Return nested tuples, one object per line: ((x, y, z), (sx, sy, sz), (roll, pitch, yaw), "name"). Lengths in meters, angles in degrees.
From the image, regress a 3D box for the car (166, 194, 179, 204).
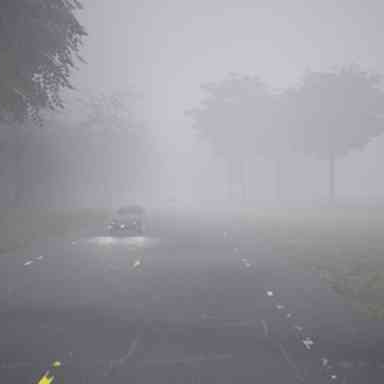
((-3.558, 1.127, 60.100), (2.097, 1.767, 4.553), (0, 1, 1), "car")

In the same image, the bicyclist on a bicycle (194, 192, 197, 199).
((0.944, 0.822, 85.761), (0.659, 1.776, 1.843), (0, 1, 0), "bicyclist on a bicycle")

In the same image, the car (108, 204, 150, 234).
((-3.605, 1.529, 19.655), (1.837, 1.490, 4.892), (0, 0, 0), "car")

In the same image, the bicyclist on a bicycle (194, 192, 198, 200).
((0.942, 1.012, 76.765), (0.866, 1.612, 1.509), (0, 1, 0), "bicyclist on a bicycle")
